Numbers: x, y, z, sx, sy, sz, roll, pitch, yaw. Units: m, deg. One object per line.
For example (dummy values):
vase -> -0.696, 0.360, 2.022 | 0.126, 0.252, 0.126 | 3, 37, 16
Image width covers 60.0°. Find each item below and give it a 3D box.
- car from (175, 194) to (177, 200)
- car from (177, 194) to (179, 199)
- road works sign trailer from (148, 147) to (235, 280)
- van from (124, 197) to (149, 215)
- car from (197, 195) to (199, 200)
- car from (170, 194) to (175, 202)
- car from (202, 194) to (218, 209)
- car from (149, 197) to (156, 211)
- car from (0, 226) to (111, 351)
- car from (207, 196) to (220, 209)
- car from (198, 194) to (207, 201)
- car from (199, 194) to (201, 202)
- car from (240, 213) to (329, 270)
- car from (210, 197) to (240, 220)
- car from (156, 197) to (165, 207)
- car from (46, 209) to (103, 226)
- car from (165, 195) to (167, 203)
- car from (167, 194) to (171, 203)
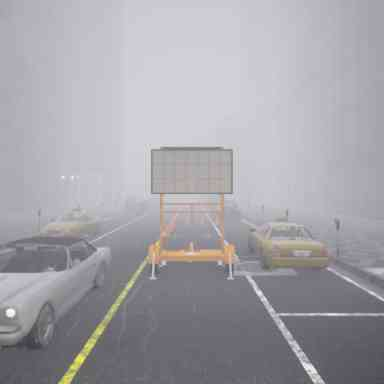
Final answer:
car -> -5.690, 1.432, 83.955 | 2.192, 1.841, 5.009 | 0, 0, 0
car -> -5.693, 1.479, 95.234 | 2.192, 1.841, 5.009 | 0, 0, 0
road works sign trailer -> -0.002, 0.463, 9.947 | 2.380, 3.560, 2.880 | 0, 0, 0
van -> -5.674, 1.343, 33.206 | 1.690, 1.788, 3.998 | 0, 0, 0
car -> 2.837, 1.677, 78.309 | 1.802, 1.307, 4.206 | 0, 0, 0
car -> -5.688, 1.620, 78.147 | 1.752, 1.417, 4.829 | 0, 0, 0
car -> 2.847, 1.334, 44.472 | 2.192, 1.841, 5.009 | 0, 0, 0
car -> -5.677, 1.574, 38.844 | 1.947, 1.339, 4.313 | 0, 0, 0
car -> -3.001, 1.601, 6.324 | 1.895, 1.301, 4.718 | 0, 0, 0
car -> 2.851, 1.442, 33.192 | 1.967, 1.590, 4.097 | 0, 0, 0
car -> 2.834, 1.456, 89.588 | 2.192, 1.841, 5.009 | 0, 0, 0
car -> 2.843, 1.494, 61.390 | 1.967, 1.590, 4.097 | 0, 0, 0
car -> 2.864, 1.523, 10.838 | 1.752, 1.417, 4.829 | 0, 0, 1
car -> 2.852, 1.438, 27.554 | 1.967, 1.590, 4.097 | 0, 0, 0
car -> -5.680, 1.470, 50.123 | 1.967, 1.590, 4.097 | 0, 0, 0
car -> -5.671, 1.523, 16.081 | 1.752, 1.417, 4.829 | 0, 0, 1
car -> -5.681, 1.586, 55.761 | 1.887, 1.381, 4.507 | 0, 0, 0
car -> -5.684, 1.648, 67.040 | 1.802, 1.307, 4.206 | 0, 0, 0
